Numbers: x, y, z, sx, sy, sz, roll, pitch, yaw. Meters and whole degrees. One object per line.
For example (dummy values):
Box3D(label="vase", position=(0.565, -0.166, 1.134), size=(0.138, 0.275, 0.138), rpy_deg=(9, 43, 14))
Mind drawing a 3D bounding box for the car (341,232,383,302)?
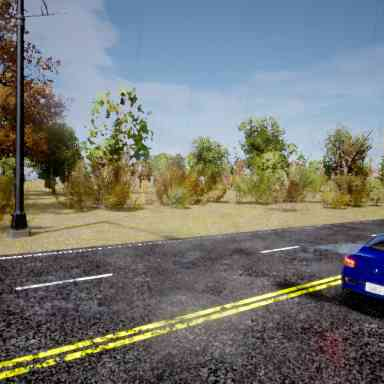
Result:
Box3D(label="car", position=(4.943, 1.453, 6.894), size=(4.674, 1.442, 1.812), rpy_deg=(0, 2, -35))
